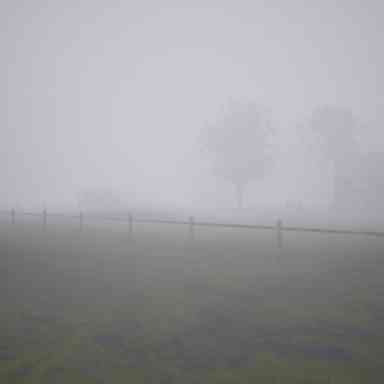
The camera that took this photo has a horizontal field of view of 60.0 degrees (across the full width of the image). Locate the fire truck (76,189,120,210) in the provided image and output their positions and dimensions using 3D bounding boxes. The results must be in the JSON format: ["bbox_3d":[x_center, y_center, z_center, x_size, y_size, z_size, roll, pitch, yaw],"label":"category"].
[{"bbox_3d":[-17.998,1.410,64.376,2.891,3.827,8.468,-2,-2,36],"label":"fire truck"}]
